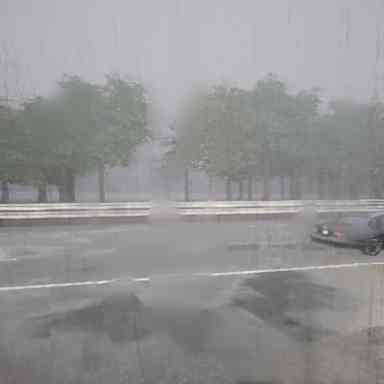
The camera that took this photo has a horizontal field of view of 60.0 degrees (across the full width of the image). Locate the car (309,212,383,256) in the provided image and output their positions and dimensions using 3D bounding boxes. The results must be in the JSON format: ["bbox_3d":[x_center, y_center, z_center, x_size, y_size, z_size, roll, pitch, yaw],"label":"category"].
[{"bbox_3d":[7.067,1.438,12.222,5.357,1.411,2.033,0,0,-14],"label":"car"}]
